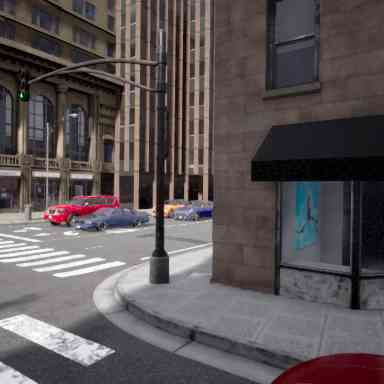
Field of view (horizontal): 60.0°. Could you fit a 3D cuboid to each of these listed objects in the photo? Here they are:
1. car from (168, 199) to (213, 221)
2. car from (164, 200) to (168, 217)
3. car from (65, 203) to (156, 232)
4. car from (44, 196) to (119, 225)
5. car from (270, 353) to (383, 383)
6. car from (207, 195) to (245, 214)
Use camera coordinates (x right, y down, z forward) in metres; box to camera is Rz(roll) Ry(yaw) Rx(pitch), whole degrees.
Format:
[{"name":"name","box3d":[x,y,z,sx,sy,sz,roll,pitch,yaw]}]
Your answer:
[{"name":"car","box3d":[0.335,1.544,29.367,2.097,1.767,4.553,1,0,35]},{"name":"car","box3d":[-1.862,1.504,31.896,2.097,1.767,4.553,1,0,35]},{"name":"car","box3d":[-5.105,1.658,21.620,2.033,1.411,5.357,1,0,35]},{"name":"car","box3d":[-7.568,1.289,23.761,2.150,2.045,5.566,1,0,35]},{"name":"car","box3d":[2.380,1.545,1.275,4.507,1.381,1.887,0,1,35]},{"name":"car","box3d":[4.227,1.465,40.562,2.150,2.045,5.566,1,0,35]}]
